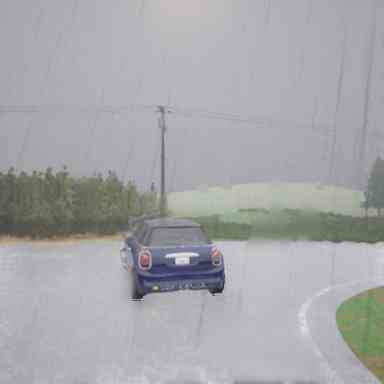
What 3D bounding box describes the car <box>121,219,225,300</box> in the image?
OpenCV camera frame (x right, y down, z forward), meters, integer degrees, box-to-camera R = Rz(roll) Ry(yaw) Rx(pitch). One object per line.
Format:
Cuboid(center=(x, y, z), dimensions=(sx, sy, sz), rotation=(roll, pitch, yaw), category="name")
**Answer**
Cuboid(center=(-0.732, 1.504, 9.131), dimensions=(2.097, 1.767, 4.553), rotation=(0, -1, -14), category="car")
